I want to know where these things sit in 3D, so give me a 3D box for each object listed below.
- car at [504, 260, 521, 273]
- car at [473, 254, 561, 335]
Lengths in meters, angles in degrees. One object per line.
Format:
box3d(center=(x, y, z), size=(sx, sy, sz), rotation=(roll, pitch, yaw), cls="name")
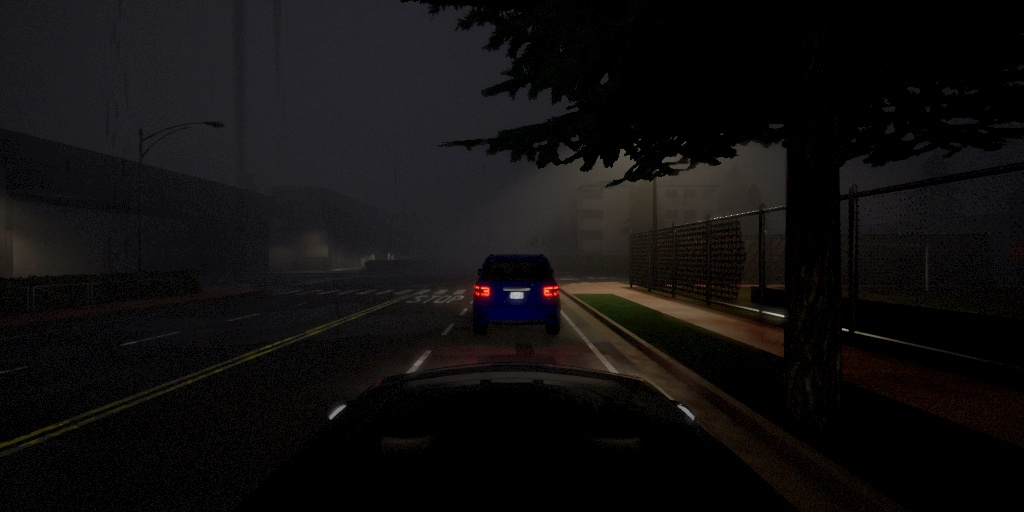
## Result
box3d(center=(0.029, 1.242, 45.564), size=(2.128, 1.511, 4.902), rotation=(0, 0, 0), cls="car")
box3d(center=(0.116, 0.972, 10.689), size=(2.150, 2.045, 5.566), rotation=(0, 0, 0), cls="car")
